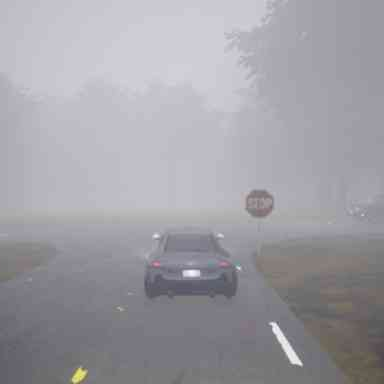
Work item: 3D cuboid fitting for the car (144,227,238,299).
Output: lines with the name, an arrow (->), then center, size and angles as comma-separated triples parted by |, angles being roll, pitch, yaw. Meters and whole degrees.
car -> -0.085, 1.567, 8.529 | 1.994, 1.385, 4.181 | 0, 0, -2

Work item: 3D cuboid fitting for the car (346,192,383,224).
car -> 13.151, 0.935, 21.755 | 5.566, 2.045, 2.150 | -1, 1, -1
